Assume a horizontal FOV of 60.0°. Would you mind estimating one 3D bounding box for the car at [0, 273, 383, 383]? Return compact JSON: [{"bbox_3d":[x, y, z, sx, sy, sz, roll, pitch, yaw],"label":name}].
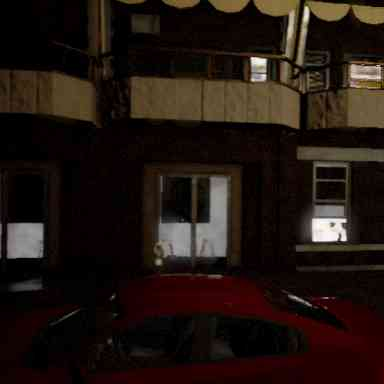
[{"bbox_3d":[-0.269,1.523,3.161,4.507,1.381,1.887,1,0,-7],"label":"car"}]
